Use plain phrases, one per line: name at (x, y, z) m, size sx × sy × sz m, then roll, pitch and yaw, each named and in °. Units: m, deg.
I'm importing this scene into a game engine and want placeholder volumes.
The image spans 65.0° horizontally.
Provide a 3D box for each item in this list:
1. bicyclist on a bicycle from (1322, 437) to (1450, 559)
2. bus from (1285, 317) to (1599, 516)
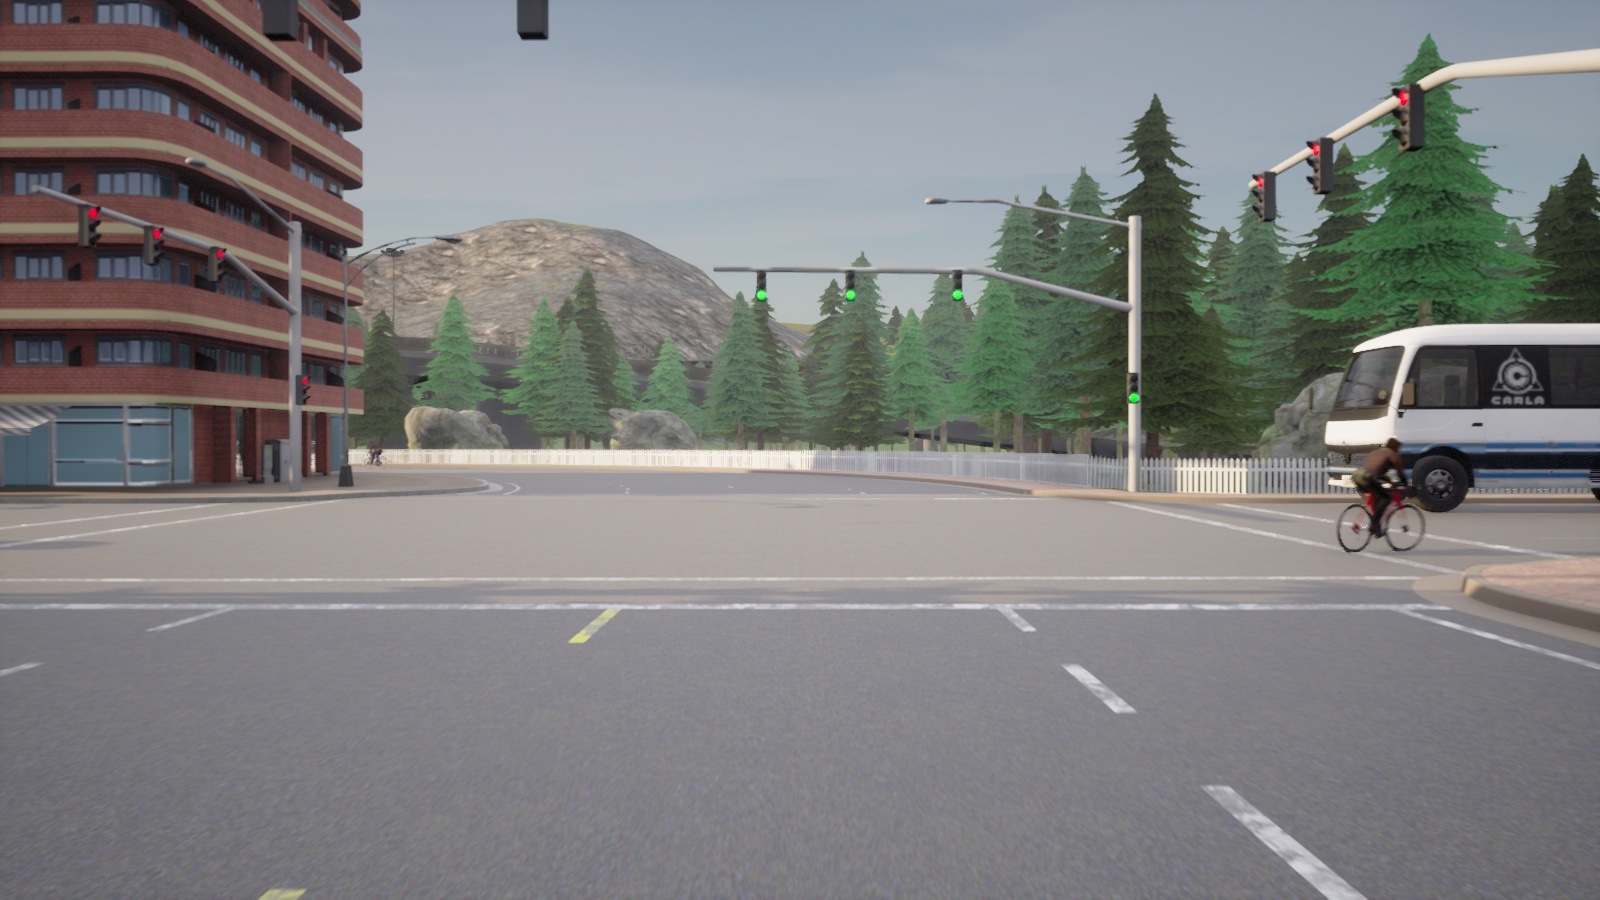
bicyclist on a bicycle at (8.168, 0.657, 17.503) m, size 1.656 × 1.620 × 0.582 m, roll 1°, pitch 3°, yaw -23°
bus at (17.039, -0.723, 28.824) m, size 10.273 × 4.253 × 3.944 m, roll 0°, pitch 0°, yaw 1°
